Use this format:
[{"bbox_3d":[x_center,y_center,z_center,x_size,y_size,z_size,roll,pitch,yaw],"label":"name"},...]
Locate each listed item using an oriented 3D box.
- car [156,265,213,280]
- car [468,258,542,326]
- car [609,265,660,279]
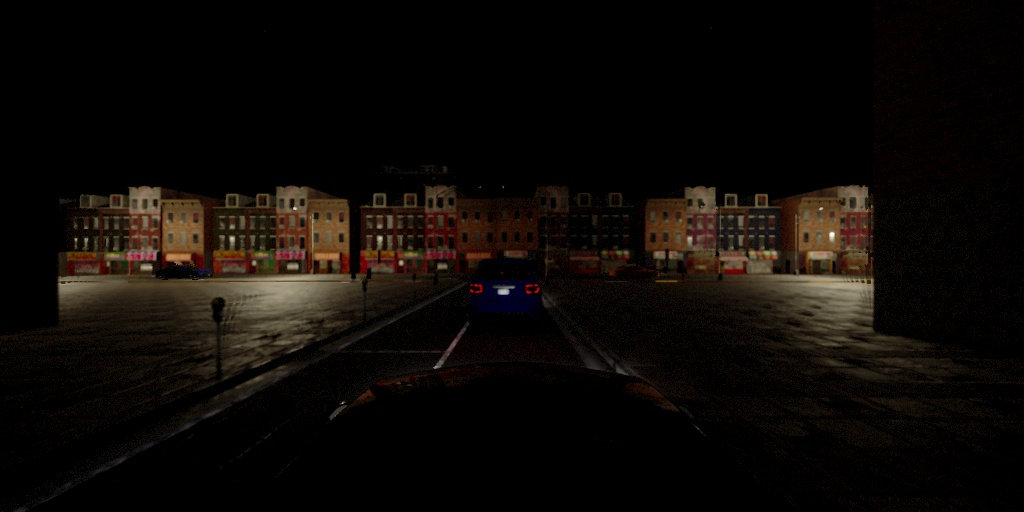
[{"bbox_3d":[-33.992,1.725,37.278,5.008,1.535,1.882,0,0,0],"label":"car"},{"bbox_3d":[-0.132,1.102,12.446,2.150,2.045,5.566,0,-1,2],"label":"car"},{"bbox_3d":[12.684,1.688,37.246,5.008,1.535,1.882,0,0,1],"label":"car"}]
